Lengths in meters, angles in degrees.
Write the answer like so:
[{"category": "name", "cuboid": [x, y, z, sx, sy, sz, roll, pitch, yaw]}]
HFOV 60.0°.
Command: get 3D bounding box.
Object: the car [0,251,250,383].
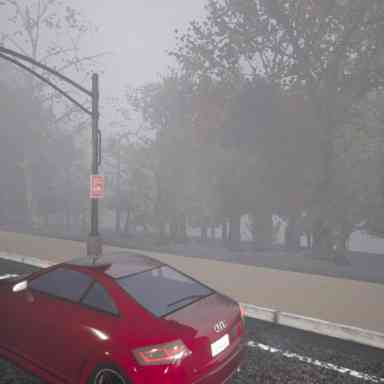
[{"category": "car", "cuboid": [-1.338, 1.563, 4.636, 4.181, 1.385, 1.994, 0, 0, 35]}]
